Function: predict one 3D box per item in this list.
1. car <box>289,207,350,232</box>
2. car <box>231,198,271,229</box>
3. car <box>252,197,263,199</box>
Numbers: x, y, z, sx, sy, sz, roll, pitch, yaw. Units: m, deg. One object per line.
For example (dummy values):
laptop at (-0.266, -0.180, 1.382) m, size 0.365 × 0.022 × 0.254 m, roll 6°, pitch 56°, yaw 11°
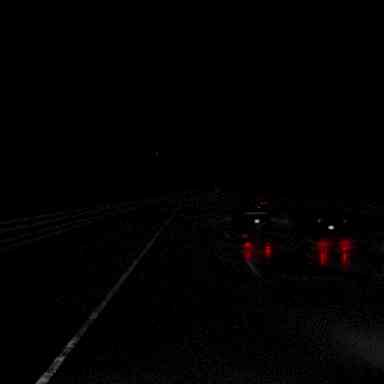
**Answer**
car at (7.099, 1.509, 19.167) m, size 1.895 × 1.301 × 4.718 m, roll 0°, pitch 0°, yaw 0°
car at (3.599, 1.393, 20.804) m, size 2.128 × 1.511 × 4.902 m, roll 0°, pitch 0°, yaw 0°
car at (7.099, 1.337, 37.026) m, size 1.837 × 1.490 × 4.892 m, roll 0°, pitch 0°, yaw 0°
